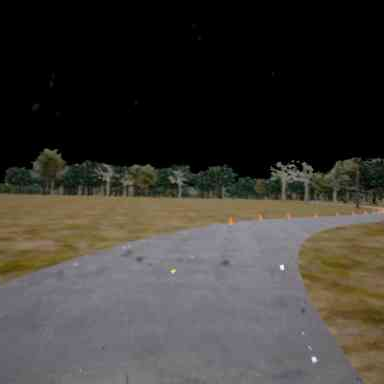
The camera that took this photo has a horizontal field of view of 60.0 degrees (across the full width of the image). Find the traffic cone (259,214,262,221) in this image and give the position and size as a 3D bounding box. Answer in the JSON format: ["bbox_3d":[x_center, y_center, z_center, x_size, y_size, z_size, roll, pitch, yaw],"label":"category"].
[{"bbox_3d":[5.947,2.206,28.791,0.340,0.580,0.340,1,-1,39],"label":"traffic cone"}]

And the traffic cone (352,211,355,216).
[{"bbox_3d":[20.710,2.714,42.673,0.340,0.580,0.340,2,-1,-45],"label":"traffic cone"}]

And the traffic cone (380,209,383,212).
[{"bbox_3d":[30.226,3.083,53.691,0.340,0.580,0.340,1,-1,36],"label":"traffic cone"}]

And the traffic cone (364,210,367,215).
[{"bbox_3d":[24.072,2.840,46.179,0.340,0.580,0.340,1,-1,42],"label":"traffic cone"}]

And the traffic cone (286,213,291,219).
[{"bbox_3d":[9.505,2.328,32.725,0.340,0.580,0.340,2,-1,-45],"label":"traffic cone"}]

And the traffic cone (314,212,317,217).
[{"bbox_3d":[13.461,2.460,36.211,0.340,0.580,0.340,2,-1,-39],"label":"traffic cone"}]
